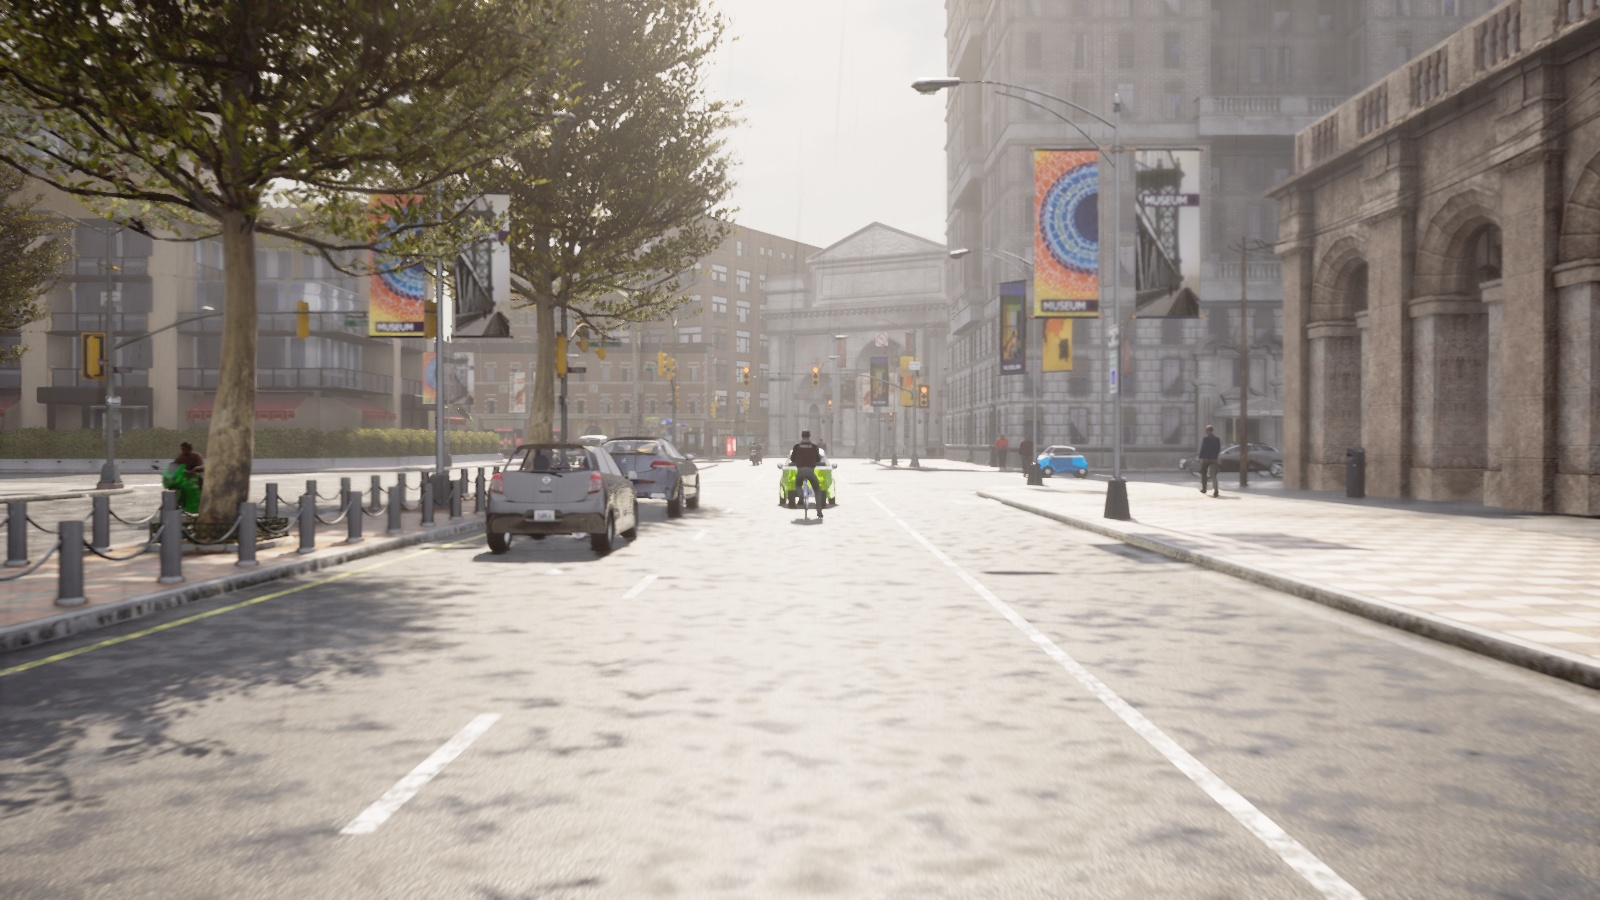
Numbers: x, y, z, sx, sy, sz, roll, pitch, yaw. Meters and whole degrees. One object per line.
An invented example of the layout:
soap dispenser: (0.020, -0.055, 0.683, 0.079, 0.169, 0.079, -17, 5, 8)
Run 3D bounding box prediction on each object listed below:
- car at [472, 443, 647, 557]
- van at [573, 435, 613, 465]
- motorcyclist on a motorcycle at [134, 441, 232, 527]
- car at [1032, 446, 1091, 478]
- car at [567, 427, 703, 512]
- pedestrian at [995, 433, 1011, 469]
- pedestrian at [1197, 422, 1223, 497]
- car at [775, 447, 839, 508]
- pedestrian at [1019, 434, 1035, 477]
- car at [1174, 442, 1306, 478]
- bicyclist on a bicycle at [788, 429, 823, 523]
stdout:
car: (-3.381, 0.654, 18.335, 1.845, 1.501, 3.633, 0, 0, 0)
van: (-14.486, -0.038, 87.991, 2.069, 2.038, 4.480, 0, 0, 0)
motorcyclist on a motorcycle: (-11.354, 0.589, 23.200, 0.797, 1.523, 2.044, 0, 0, 0)
car: (11.200, 0.507, 53.904, 2.207, 1.376, 1.481, 0, 0, 0)
car: (-3.410, 0.370, 26.952, 2.152, 1.651, 5.027, 0, 0, 1)
pedestrian: (10.320, 0.052, 63.841, 0.634, 1.844, 0.899, 0, 0, -4)
pedestrian: (10.187, 0.236, 31.204, 0.402, 1.842, 0.726, 0, 0, 0)
car: (0.173, 0.633, 29.863, 1.481, 1.376, 2.207, 0, 1, 1)
pedestrian: (9.877, 0.238, 54.563, 0.634, 1.844, 0.899, 0, 0, 14)
car: (18.843, 0.414, 53.904, 4.902, 1.511, 2.128, 0, 0, 0)
bicyclist on a bicycle: (0.118, 0.479, 24.499, 0.659, 1.776, 1.843, 0, 1, 1)
